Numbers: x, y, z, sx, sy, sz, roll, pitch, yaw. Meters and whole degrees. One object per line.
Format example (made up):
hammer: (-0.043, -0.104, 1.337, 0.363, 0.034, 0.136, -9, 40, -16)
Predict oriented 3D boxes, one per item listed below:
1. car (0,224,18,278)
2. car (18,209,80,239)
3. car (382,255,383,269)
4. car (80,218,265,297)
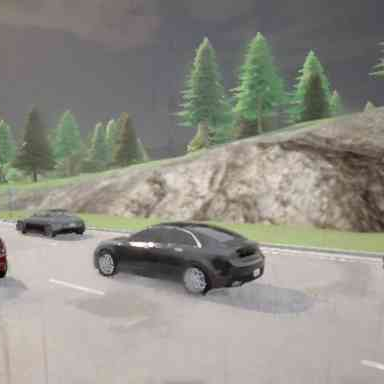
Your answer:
car: (-6.966, 1.403, 8.962, 4.553, 1.767, 2.097, 0, 0, 35)
car: (-7.702, 1.643, 18.081, 4.181, 1.385, 1.994, 0, 0, 35)
car: (7.023, 1.519, 7.578, 4.674, 1.442, 1.812, 0, 0, 35)
car: (-0.560, 1.530, 8.693, 4.892, 1.490, 1.837, 0, 0, 35)
